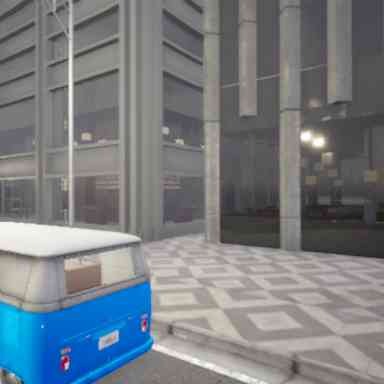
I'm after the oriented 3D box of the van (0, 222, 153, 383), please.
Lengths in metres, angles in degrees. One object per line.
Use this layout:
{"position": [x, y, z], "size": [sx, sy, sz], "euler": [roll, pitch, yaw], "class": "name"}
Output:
{"position": [-2.406, 1.373, 4.675], "size": [3.998, 1.788, 1.690], "euler": [0, 0, 35], "class": "van"}
